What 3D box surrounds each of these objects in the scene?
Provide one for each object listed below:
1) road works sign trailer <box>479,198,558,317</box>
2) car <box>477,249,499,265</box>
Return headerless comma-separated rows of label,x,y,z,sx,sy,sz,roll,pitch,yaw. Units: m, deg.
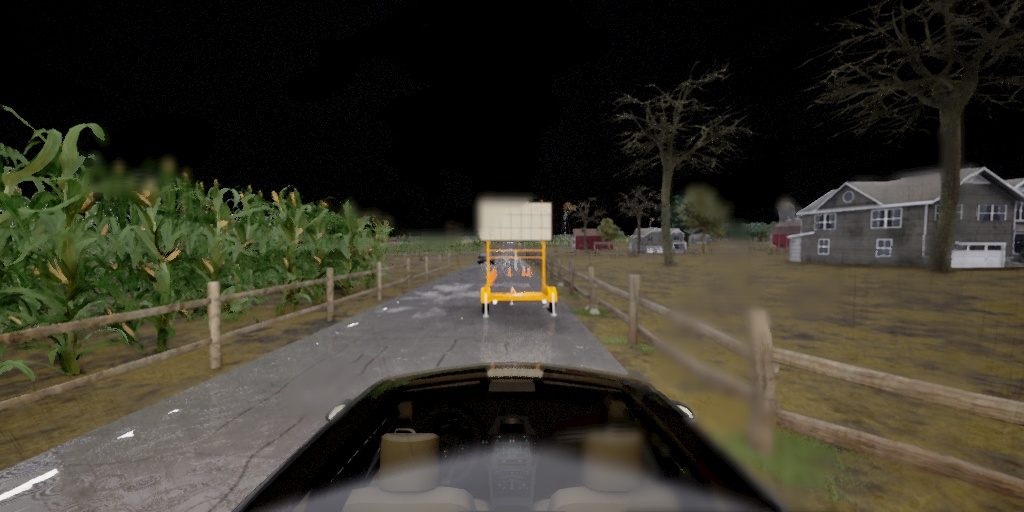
road works sign trailer,0.119,-0.066,11.867,2.380,3.560,2.880,0,0,-5
car,-2.852,0.275,40.809,2.033,1.411,5.357,0,1,0
